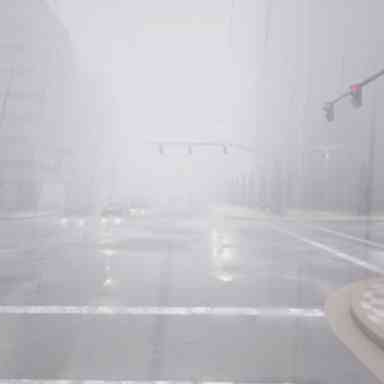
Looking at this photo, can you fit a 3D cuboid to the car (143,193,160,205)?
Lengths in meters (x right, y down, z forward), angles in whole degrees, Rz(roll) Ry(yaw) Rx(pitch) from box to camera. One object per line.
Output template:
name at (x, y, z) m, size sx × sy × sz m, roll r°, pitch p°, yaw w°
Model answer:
car at (-6.962, 1.380, 59.368) m, size 2.097 × 1.767 × 4.553 m, roll 0°, pitch 0°, yaw 0°

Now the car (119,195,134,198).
car at (-10.489, 1.528, 50.298) m, size 1.837 × 1.490 × 4.892 m, roll 0°, pitch 0°, yaw 0°

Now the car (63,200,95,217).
car at (-10.540, 1.492, 31.553) m, size 1.882 × 1.535 × 5.008 m, roll 0°, pitch 0°, yaw 0°

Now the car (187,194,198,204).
car at (0.118, 1.579, 66.465) m, size 2.033 × 1.411 × 5.357 m, roll 0°, pitch 0°, yaw 0°

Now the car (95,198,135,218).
car at (-7.043, 1.562, 31.063) m, size 2.033 × 1.411 × 5.357 m, roll 0°, pitch 0°, yaw 0°

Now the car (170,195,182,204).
car at (-3.381, 1.536, 67.041) m, size 1.837 × 1.490 × 4.892 m, roll 0°, pitch 0°, yaw 0°

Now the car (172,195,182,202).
car at (-3.364, 1.530, 76.368) m, size 2.128 × 1.511 × 4.902 m, roll 0°, pitch 0°, yaw 0°

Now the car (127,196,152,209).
car at (-7.012, 1.585, 44.582) m, size 1.994 × 1.385 × 4.181 m, roll 0°, pitch 0°, yaw 0°

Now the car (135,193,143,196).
car at (-10.395, 1.252, 66.239) m, size 2.150 × 2.045 × 5.566 m, roll 0°, pitch 0°, yaw 1°
